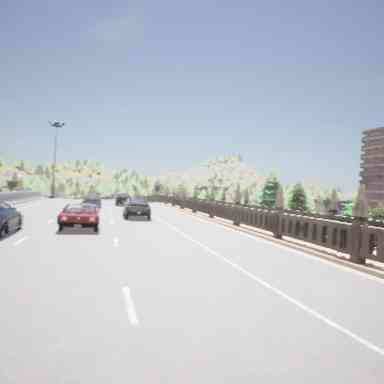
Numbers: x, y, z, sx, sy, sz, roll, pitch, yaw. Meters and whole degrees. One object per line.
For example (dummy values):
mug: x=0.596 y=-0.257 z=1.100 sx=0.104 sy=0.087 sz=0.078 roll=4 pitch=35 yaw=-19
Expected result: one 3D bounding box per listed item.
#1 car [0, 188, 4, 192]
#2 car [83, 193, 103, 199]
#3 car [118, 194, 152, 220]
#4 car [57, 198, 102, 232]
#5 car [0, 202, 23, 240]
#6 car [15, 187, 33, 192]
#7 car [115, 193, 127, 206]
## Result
car: x=-28.250 y=-0.148 z=47.228 sx=1.994 sy=1.385 sz=4.181 roll=3 pitch=-1 yaw=-14
car: x=-10.268 y=0.868 z=34.466 sx=2.033 sy=1.411 sz=5.357 roll=3 pitch=0 yaw=-15
car: x=-4.173 y=1.191 z=24.962 sx=2.128 sy=1.511 sz=4.902 roll=3 pitch=0 yaw=-15
car: x=-5.738 y=1.225 z=17.289 sx=1.895 sy=1.301 sz=4.718 roll=3 pitch=0 yaw=-15
car: x=-8.390 y=1.040 z=13.736 sx=1.994 sy=1.385 sz=4.181 roll=3 pitch=0 yaw=-15
car: x=-25.610 y=-0.001 z=50.912 sx=2.128 sy=1.511 sz=4.902 roll=3 pitch=-2 yaw=-14
car: x=-8.555 y=0.883 z=41.491 sx=1.882 sy=1.535 sz=5.008 roll=3 pitch=0 yaw=-14
